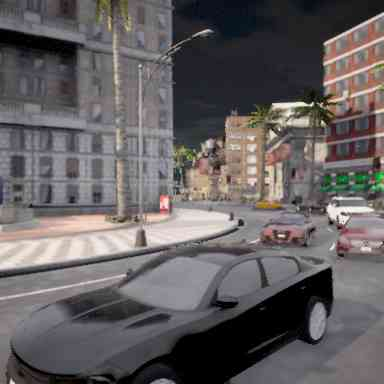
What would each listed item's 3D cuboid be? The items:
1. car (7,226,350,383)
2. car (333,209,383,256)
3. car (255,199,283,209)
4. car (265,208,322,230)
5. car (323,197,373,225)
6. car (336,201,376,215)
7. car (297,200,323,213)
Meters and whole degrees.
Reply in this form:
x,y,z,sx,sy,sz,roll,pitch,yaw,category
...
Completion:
x,y,z,sx,sy,sz,roll,pitch,yaw,category
0.218,1.519,4.710,5.008,1.535,1.882,0,-1,-44,car
6.742,1.596,12.769,1.812,1.442,4.674,-1,-1,29,car
11.483,1.831,50.003,1.882,1.535,5.008,0,-1,-25,car
4.686,1.672,15.743,1.994,1.385,4.181,-1,-1,28,car
10.666,1.350,22.495,2.150,2.045,5.566,0,0,13,car
18.281,1.733,37.352,1.812,1.442,4.674,0,0,-5,car
14.359,1.757,40.123,1.837,1.490,4.892,0,-1,-9,car
